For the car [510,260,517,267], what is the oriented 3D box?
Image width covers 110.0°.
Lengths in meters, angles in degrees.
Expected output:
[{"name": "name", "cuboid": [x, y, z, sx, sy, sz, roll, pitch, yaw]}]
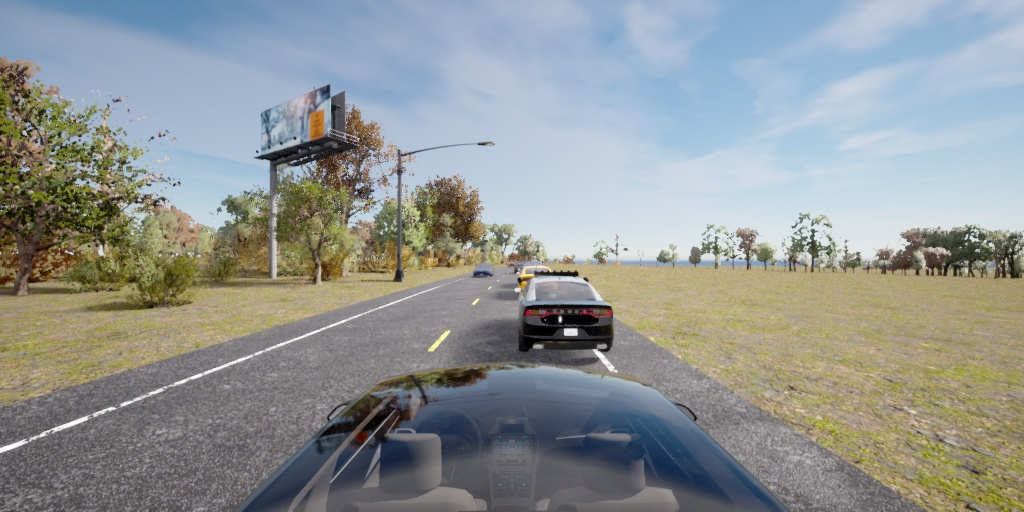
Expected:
[{"name": "car", "cuboid": [1.314, 1.461, 45.702, 2.128, 1.511, 4.902, 0, 0, 4]}]

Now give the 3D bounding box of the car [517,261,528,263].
[{"name": "car", "cuboid": [1.425, 1.294, 24.912, 1.882, 1.535, 5.008, 0, 0, 2]}]

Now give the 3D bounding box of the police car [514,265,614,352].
[{"name": "police car", "cuboid": [1.093, 1.183, 9.079, 1.930, 1.638, 5.238, 0, 0, 1]}]

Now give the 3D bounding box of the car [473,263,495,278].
[{"name": "car", "cuboid": [-2.764, 1.443, 36.652, 2.033, 1.411, 5.357, 0, 0, 3]}]

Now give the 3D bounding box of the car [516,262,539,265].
[{"name": "car", "cuboid": [1.263, 1.266, 18.934, 1.882, 1.535, 5.008, 0, 0, 1]}]
